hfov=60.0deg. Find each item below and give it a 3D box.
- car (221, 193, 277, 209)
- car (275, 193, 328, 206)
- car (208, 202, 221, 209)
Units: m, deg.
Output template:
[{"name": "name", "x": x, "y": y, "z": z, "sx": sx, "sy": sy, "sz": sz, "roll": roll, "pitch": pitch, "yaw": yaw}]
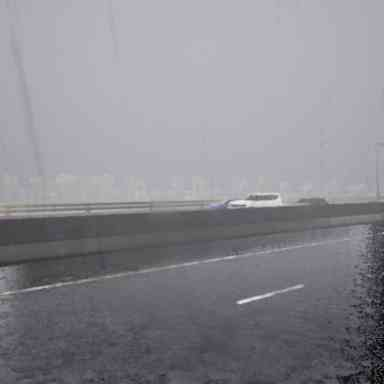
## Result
[{"name": "car", "x": 5.644, "y": 1.110, "z": 29.270, "sx": 5.566, "sy": 2.045, "sz": 2.150, "roll": 0, "pitch": 0, "yaw": -35}, {"name": "car", "x": 9.446, "y": 1.226, "z": 27.635, "sx": 4.553, "sy": 1.767, "sz": 2.097, "roll": 0, "pitch": 0, "yaw": -34}, {"name": "car", "x": 3.763, "y": 1.368, "z": 32.220, "sx": 5.008, "sy": 1.535, "sz": 1.882, "roll": 0, "pitch": 0, "yaw": -35}]
